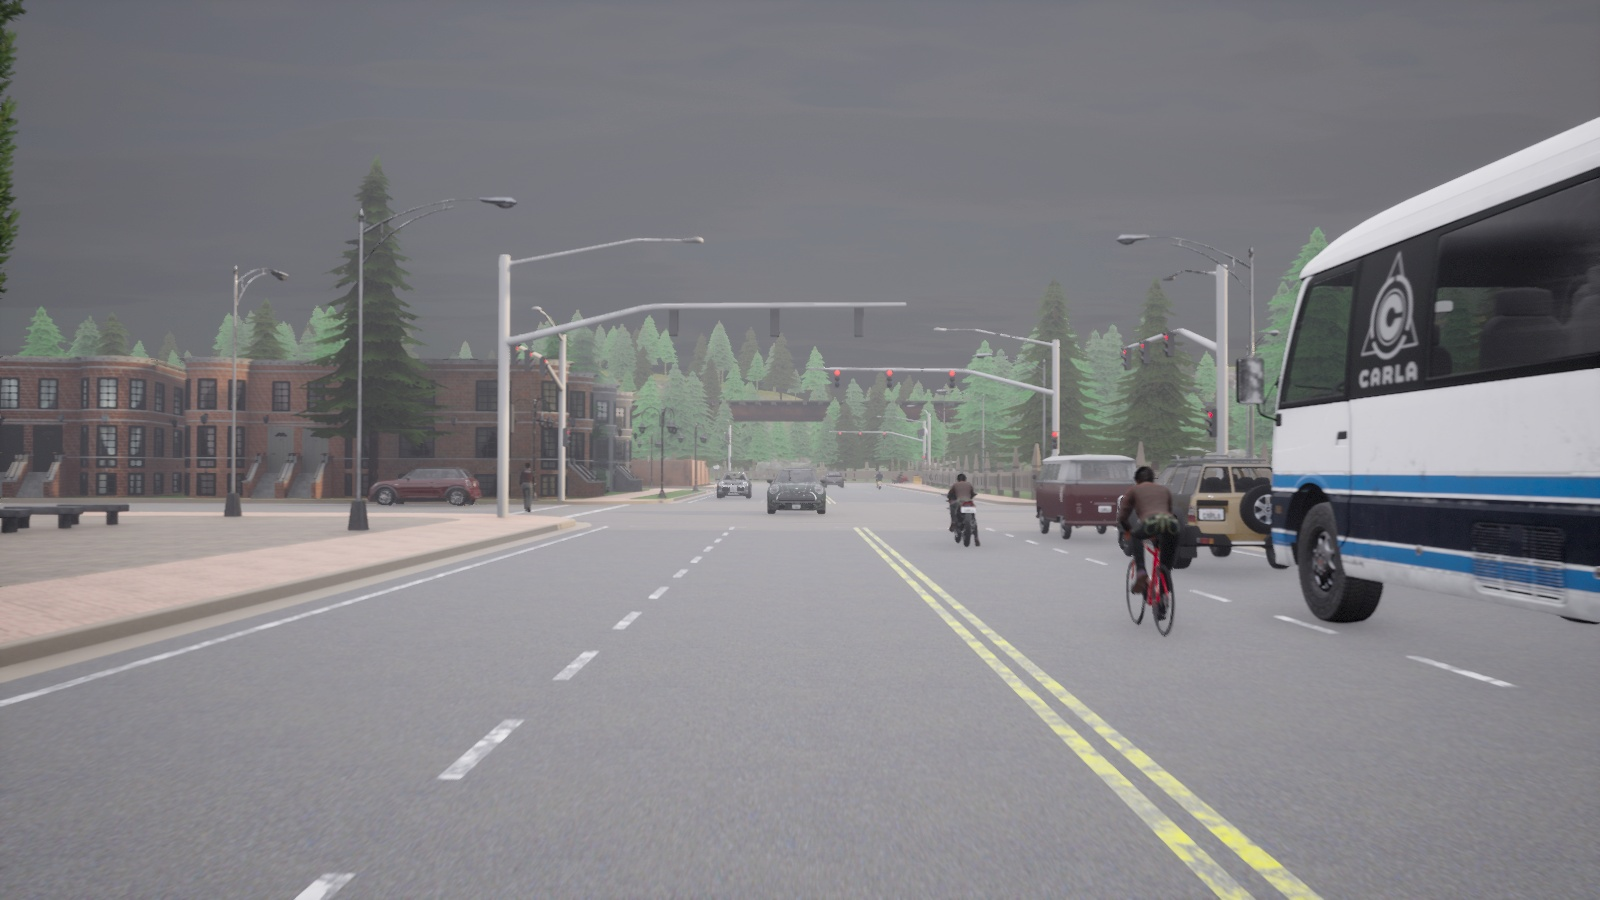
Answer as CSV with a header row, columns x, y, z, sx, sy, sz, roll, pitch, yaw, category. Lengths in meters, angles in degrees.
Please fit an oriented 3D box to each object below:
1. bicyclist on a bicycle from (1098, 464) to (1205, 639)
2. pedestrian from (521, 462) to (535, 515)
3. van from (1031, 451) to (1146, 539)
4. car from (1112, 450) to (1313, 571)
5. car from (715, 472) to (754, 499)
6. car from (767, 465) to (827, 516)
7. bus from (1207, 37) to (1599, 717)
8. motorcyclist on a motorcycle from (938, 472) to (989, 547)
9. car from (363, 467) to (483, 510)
x,y,z,sx,sy,sz,roll,pitch,yaw,category
3.469,0.963,12.531,0.582,1.620,1.656,0,-1,0,bicyclist on a bicycle
-9.928,1.411,45.896,0.402,1.930,0.666,0,-1,-4,pedestrian
6.923,1.052,30.588,1.775,1.987,4.442,0,-1,0,van
6.946,0.967,21.696,1.932,1.855,4.605,0,-1,0,car
-3.675,1.984,71.056,1.970,1.475,3.806,0,-1,0,car
-0.114,1.447,46.228,2.097,1.767,4.553,0,-1,0,car
6.969,-0.419,10.202,3.944,4.253,10.273,0,-1,0,bus
3.434,1.228,26.575,0.797,1.523,2.044,0,-1,0,motorcyclist on a motorcycle
-16.163,1.642,53.991,4.553,1.767,2.097,0,-1,-2,car
